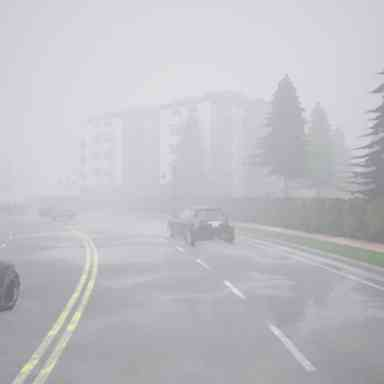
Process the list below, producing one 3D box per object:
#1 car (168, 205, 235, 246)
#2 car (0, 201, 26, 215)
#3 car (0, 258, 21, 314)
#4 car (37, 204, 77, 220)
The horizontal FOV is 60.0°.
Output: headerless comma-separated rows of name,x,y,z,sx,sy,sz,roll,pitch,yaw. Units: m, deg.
car,0.281,1.480,16.325,2.097,1.767,4.553,0,0,-19
car,-20.971,1.806,37.936,4.902,1.511,2.128,0,0,33
car,-4.210,1.608,4.990,1.994,1.385,4.181,0,-1,-9
car,-12.535,1.799,30.764,2.033,1.411,5.357,0,-1,-44
